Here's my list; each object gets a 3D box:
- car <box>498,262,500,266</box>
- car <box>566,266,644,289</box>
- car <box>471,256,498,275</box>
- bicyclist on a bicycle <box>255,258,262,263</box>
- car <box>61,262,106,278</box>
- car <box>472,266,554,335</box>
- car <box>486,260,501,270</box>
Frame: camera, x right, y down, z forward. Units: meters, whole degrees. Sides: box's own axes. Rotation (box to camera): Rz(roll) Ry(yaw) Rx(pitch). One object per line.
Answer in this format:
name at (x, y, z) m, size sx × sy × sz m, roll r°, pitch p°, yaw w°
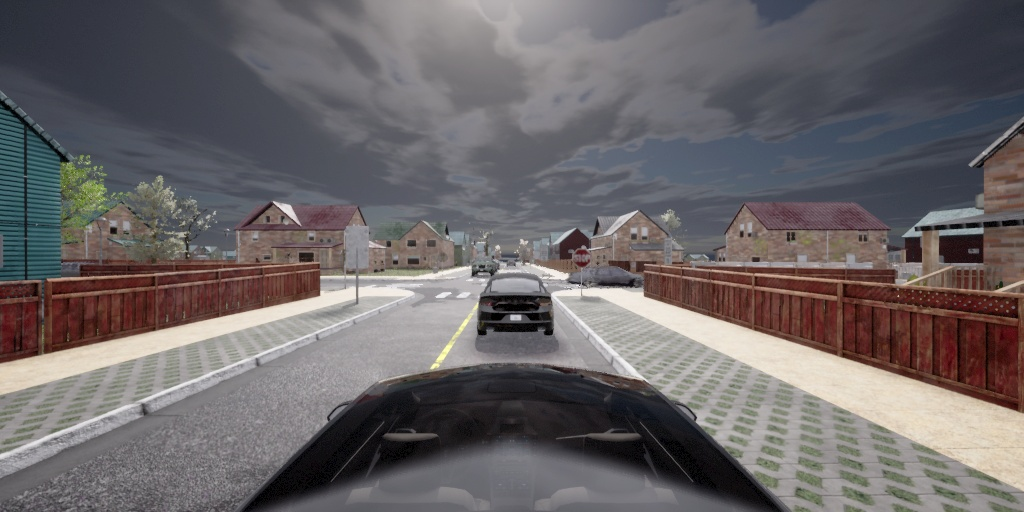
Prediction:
car at (-2.941, 1.348, 47.752) m, size 1.837 × 1.490 × 4.892 m, roll 0°, pitch 0°, yaw 0°
car at (6.184, 1.358, 22.824) m, size 5.357 × 1.411 × 2.033 m, roll 0°, pitch 0°, yaw 0°
car at (-2.931, 1.021, 37.418) m, size 2.150 × 2.045 × 5.566 m, roll 0°, pitch 0°, yaw 0°
bicyclist on a bicycle at (-20.213, 0.956, 28.553) m, size 0.582 × 1.620 × 1.656 m, roll 0°, pitch 0°, yaw 0°
car at (-26.753, 1.138, 22.665) m, size 4.902 × 1.511 × 2.128 m, roll 0°, pitch 0°, yaw 0°
car at (0.082, 1.228, 10.489) m, size 1.882 × 1.535 × 5.008 m, roll 0°, pitch 0°, yaw 0°
car at (-2.962, 1.384, 57.889) m, size 2.128 × 1.511 × 4.902 m, roll 0°, pitch 0°, yaw 0°
